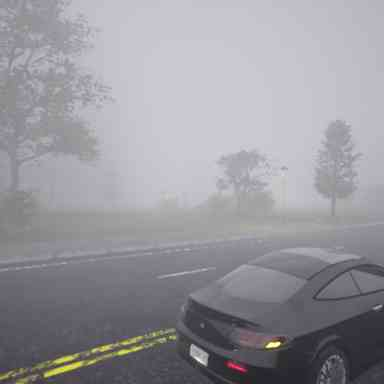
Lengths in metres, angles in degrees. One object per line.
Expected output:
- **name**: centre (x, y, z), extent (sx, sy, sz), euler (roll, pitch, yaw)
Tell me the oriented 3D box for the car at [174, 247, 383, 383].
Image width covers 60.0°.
- **car**: centre (1.940, 1.564, 4.855), extent (4.674, 1.442, 1.812), euler (1, 0, -36)
